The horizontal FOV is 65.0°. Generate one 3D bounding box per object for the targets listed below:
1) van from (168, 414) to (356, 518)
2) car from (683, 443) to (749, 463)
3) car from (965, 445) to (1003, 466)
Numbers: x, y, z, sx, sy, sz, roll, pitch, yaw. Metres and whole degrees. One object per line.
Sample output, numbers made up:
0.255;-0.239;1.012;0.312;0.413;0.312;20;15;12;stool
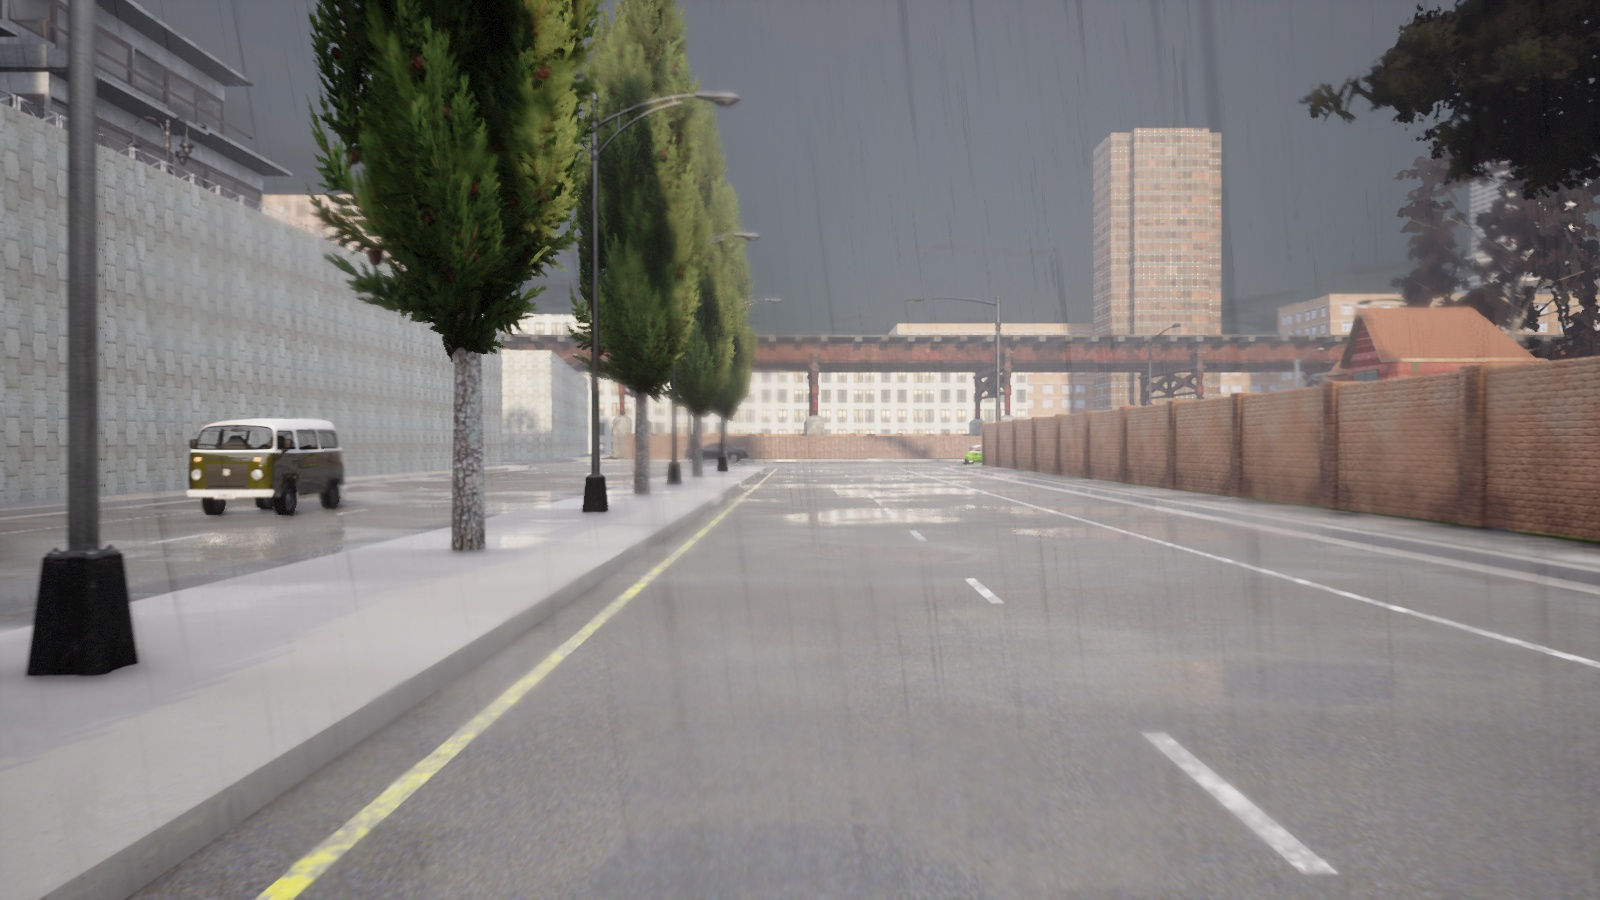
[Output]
-11.332;0.309;26.851;2.069;2.038;4.480;0;0;0;van
-6.448;0.203;96.361;4.892;1.490;1.837;0;0;1;car
11.979;0.349;81.904;2.207;1.376;1.481;0;0;-3;car
